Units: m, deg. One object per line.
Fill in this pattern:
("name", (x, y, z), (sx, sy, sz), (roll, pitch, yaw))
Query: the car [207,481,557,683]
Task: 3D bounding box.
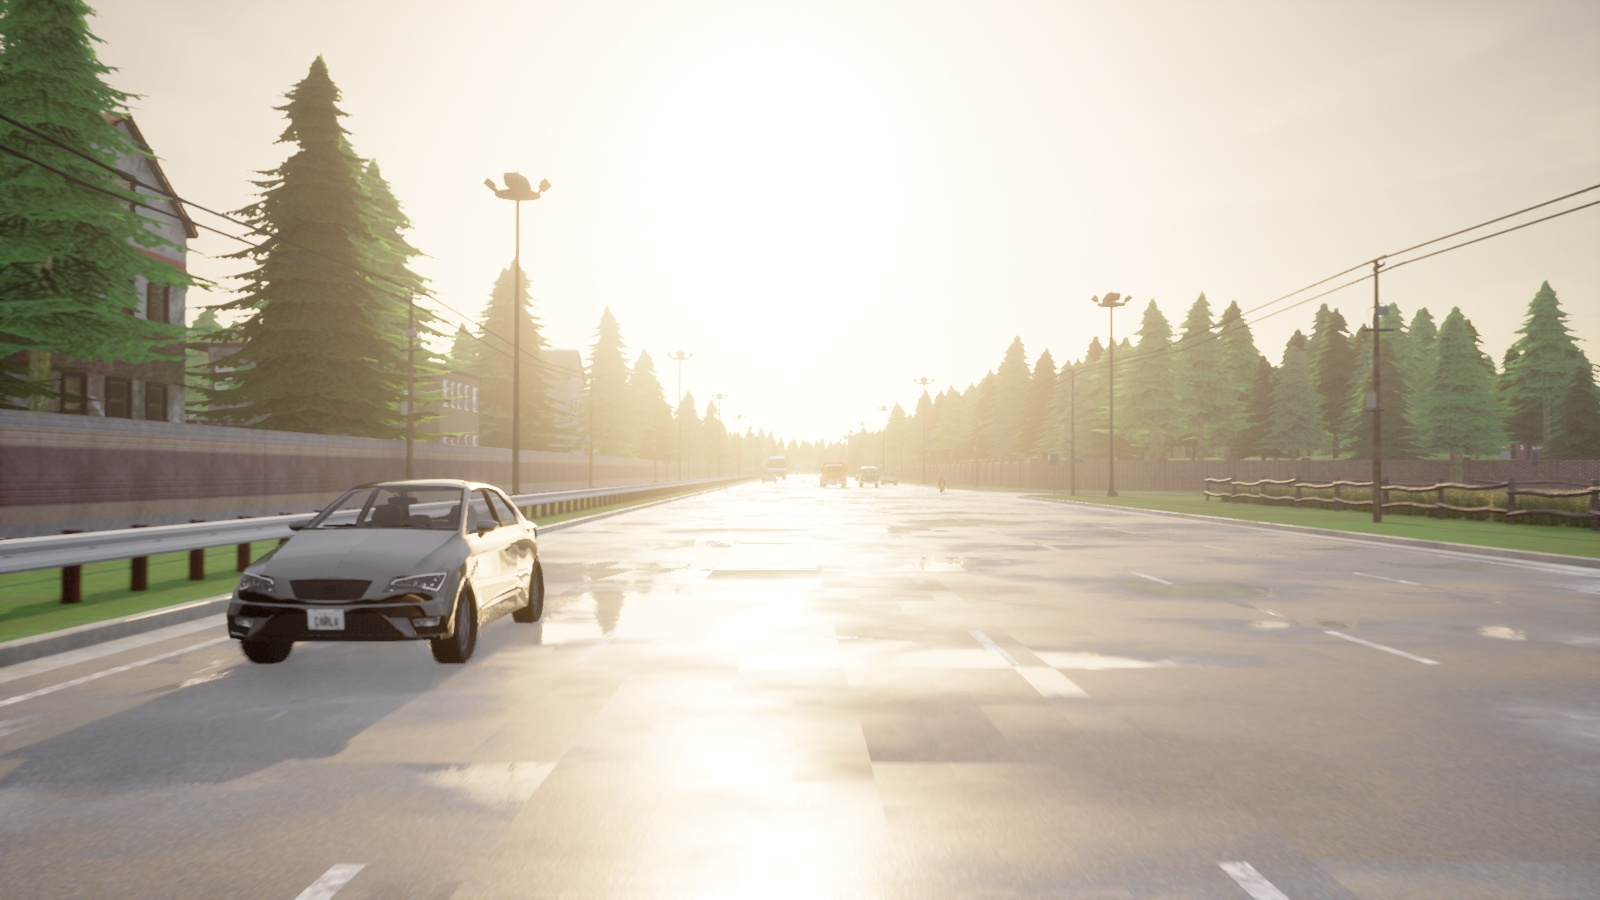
("car", (-3.529, 1.034, 11.487), (1.816, 1.474, 4.193), (0, -1, 0))
